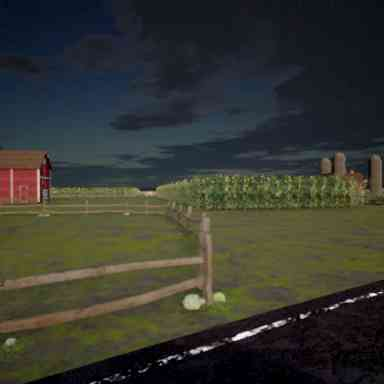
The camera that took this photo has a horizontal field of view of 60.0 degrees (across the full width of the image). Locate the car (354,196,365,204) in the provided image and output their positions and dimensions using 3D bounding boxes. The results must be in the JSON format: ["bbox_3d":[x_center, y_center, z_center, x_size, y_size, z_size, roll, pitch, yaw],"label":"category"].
[{"bbox_3d":[27.809,1.291,57.414,1.994,1.385,4.181,-1,0,-9],"label":"car"}]
